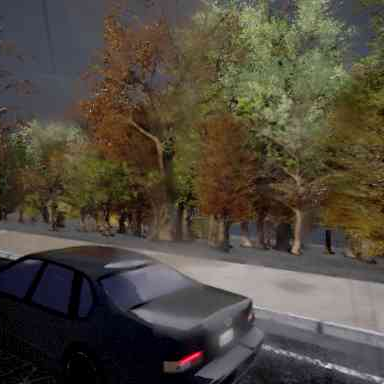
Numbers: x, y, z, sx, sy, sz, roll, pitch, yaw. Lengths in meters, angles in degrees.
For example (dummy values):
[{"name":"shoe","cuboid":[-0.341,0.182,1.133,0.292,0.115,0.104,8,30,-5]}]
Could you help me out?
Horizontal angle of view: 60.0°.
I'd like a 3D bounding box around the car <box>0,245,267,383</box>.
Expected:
[{"name":"car","cuboid":[-1.687,1.539,4.884,5.357,1.411,2.033,0,0,35]}]
